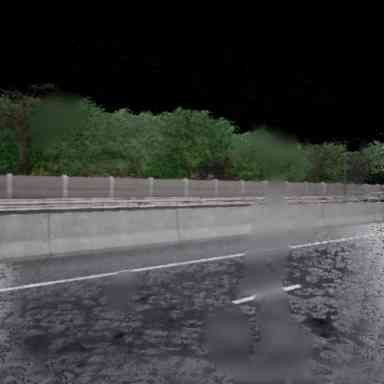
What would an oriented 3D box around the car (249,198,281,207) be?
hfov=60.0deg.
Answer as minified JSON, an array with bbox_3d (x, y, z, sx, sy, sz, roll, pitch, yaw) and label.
[{"bbox_3d":[7.316,1.319,30.526,4.892,1.490,1.837,1,0,-35],"label":"car"}]

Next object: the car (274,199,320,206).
[{"bbox_3d":[9.412,1.444,27.729,4.718,1.301,1.895,0,0,-35],"label":"car"}]

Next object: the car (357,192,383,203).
[{"bbox_3d":[22.933,1.035,41.446,5.566,2.045,2.150,0,0,-35],"label":"car"}]
